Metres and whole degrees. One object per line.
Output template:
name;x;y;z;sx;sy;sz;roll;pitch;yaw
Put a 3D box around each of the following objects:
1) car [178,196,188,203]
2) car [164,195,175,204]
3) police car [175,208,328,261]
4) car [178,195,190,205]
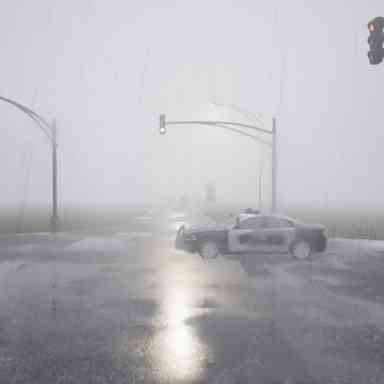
car;-2.027;1.541;71.467;1.895;1.301;4.718;0;0;-4
car;-4.428;1.381;65.495;2.097;1.767;4.553;0;0;-3
police car;2.051;1.425;11.824;5.238;1.638;1.930;0;0;0
car;-1.452;1.372;61.391;2.097;1.767;4.553;0;0;-3
